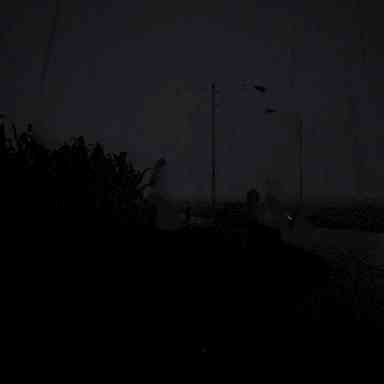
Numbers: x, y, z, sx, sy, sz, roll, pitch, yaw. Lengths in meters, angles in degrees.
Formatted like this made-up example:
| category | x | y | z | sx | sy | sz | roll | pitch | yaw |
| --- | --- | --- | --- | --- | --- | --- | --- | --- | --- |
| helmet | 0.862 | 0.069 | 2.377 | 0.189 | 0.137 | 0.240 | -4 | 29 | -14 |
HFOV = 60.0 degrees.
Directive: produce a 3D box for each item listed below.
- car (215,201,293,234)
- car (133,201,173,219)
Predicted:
| category | x | y | z | sx | sy | sz | roll | pitch | yaw |
| --- | --- | --- | --- | --- | --- | --- | --- | --- | --- |
| car | 3.414 | 1.316 | 18.807 | 2.097 | 1.767 | 4.553 | 0 | 0 | -37 |
| car | -3.727 | 1.473 | 28.664 | 2.033 | 1.411 | 5.357 | 0 | 0 | -35 |
